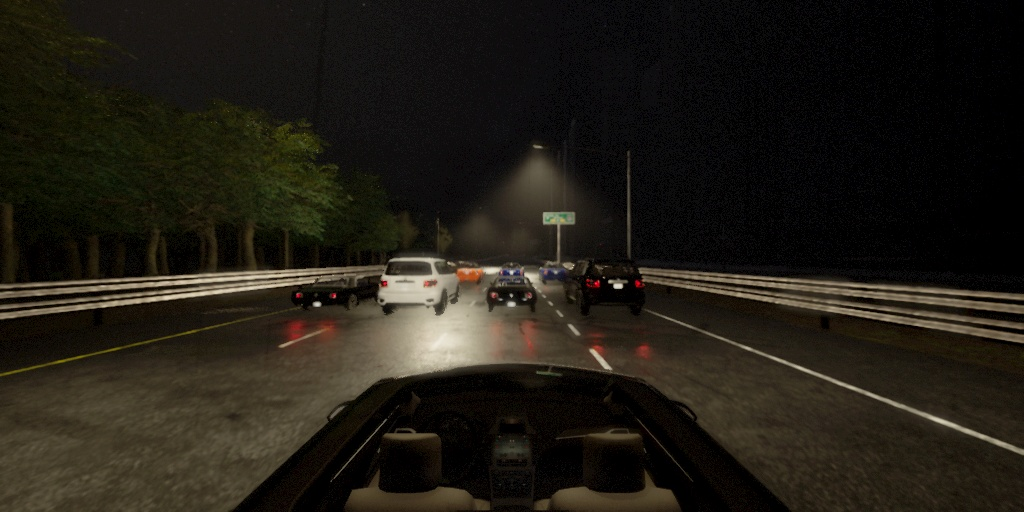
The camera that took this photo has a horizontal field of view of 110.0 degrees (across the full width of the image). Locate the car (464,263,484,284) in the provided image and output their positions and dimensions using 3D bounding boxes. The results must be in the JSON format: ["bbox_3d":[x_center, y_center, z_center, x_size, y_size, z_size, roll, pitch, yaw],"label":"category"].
[{"bbox_3d":[-3.528,1.365,30.296,2.097,1.767,4.553,0,-1,0],"label":"car"}]

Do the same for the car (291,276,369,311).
[{"bbox_3d":[-6.998,1.477,15.123,1.895,1.301,4.718,0,-1,0],"label":"car"}]

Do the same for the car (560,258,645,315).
[{"bbox_3d":[3.497,1.095,14.457,2.150,2.045,5.566,0,0,0],"label":"car"}]

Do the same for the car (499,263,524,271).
[{"bbox_3d":[-0.028,1.365,30.304,2.097,1.767,4.553,0,-1,0],"label":"car"}]

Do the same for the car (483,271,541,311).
[{"bbox_3d":[0.002,1.477,15.121,1.895,1.301,4.718,0,-1,0],"label":"car"}]

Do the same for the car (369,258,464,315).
[{"bbox_3d":[-3.502,1.095,14.449,2.150,2.045,5.566,0,0,0],"label":"car"}]

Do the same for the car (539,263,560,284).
[{"bbox_3d":[3.471,1.365,30.314,2.097,1.767,4.553,0,-1,0],"label":"car"}]
